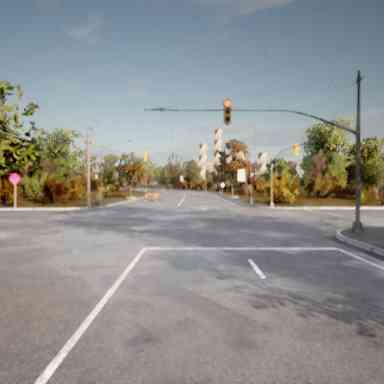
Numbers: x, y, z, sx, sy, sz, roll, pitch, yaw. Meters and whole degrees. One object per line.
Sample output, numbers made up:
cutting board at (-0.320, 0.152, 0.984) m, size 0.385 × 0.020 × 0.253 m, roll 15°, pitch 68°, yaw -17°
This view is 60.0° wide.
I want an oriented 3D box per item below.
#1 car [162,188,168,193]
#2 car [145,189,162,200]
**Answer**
car at (-7.099, -0.257, 83.389) m, size 1.882 × 1.535 × 5.008 m, roll 0°, pitch 2°, yaw -2°
car at (-6.846, 0.443, 57.111) m, size 2.097 × 1.767 × 4.553 m, roll 0°, pitch 1°, yaw 0°
